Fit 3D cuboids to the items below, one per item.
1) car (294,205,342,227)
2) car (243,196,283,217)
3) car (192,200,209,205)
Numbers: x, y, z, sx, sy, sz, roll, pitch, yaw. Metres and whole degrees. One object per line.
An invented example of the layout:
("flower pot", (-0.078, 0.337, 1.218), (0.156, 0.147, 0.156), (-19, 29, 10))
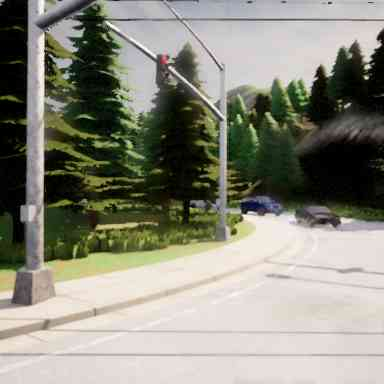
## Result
("car", (8.976, 1.691, 24.217), (2.033, 1.411, 5.357), (0, 0, 2))
("car", (7.070, 1.399, 34.390), (2.150, 2.045, 5.566), (0, 0, -22))
("car", (1.992, 1.419, 43.997), (2.150, 2.045, 5.566), (0, 0, -33))
